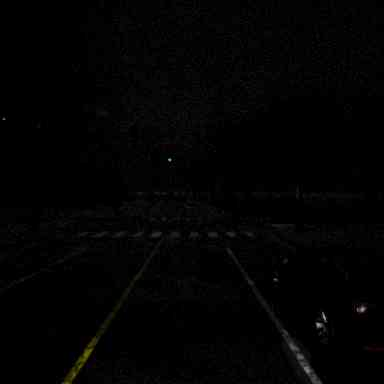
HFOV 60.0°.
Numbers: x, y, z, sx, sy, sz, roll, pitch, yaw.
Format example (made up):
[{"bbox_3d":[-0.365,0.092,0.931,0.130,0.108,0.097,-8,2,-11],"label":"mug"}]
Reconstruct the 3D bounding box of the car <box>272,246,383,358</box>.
[{"bbox_3d":[2.756,1.625,6.111,1.947,1.339,4.313,-1,-1,0],"label":"car"}]

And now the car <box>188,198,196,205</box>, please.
[{"bbox_3d":[-0.059,2.335,79.458,1.882,1.535,5.008,0,-1,0],"label":"car"}]

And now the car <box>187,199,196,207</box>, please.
[{"bbox_3d":[-0.026,2.329,69.040,2.128,1.511,4.902,0,-1,0],"label":"car"}]
